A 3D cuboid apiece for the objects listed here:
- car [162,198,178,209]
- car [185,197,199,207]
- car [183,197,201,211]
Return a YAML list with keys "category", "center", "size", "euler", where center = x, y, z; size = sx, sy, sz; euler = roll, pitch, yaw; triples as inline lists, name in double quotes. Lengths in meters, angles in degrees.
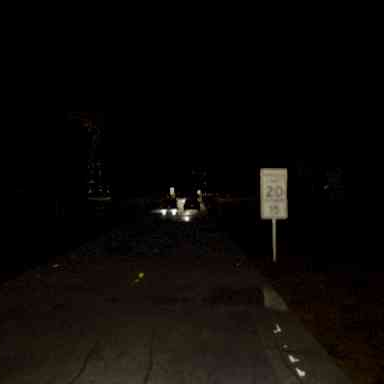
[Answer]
- category: "car"
  center: [-2.749, 1.417, 42.713]
  size: [2.033, 1.411, 5.357]
  euler: [0, 0, 0]
- category: "car"
  center: [0.009, 1.403, 49.022]
  size: [1.994, 1.385, 4.181]
  euler: [0, 0, 0]
- category: "car"
  center: [0.001, 1.444, 38.499]
  size: [1.994, 1.385, 4.181]
  euler: [0, 0, 0]
